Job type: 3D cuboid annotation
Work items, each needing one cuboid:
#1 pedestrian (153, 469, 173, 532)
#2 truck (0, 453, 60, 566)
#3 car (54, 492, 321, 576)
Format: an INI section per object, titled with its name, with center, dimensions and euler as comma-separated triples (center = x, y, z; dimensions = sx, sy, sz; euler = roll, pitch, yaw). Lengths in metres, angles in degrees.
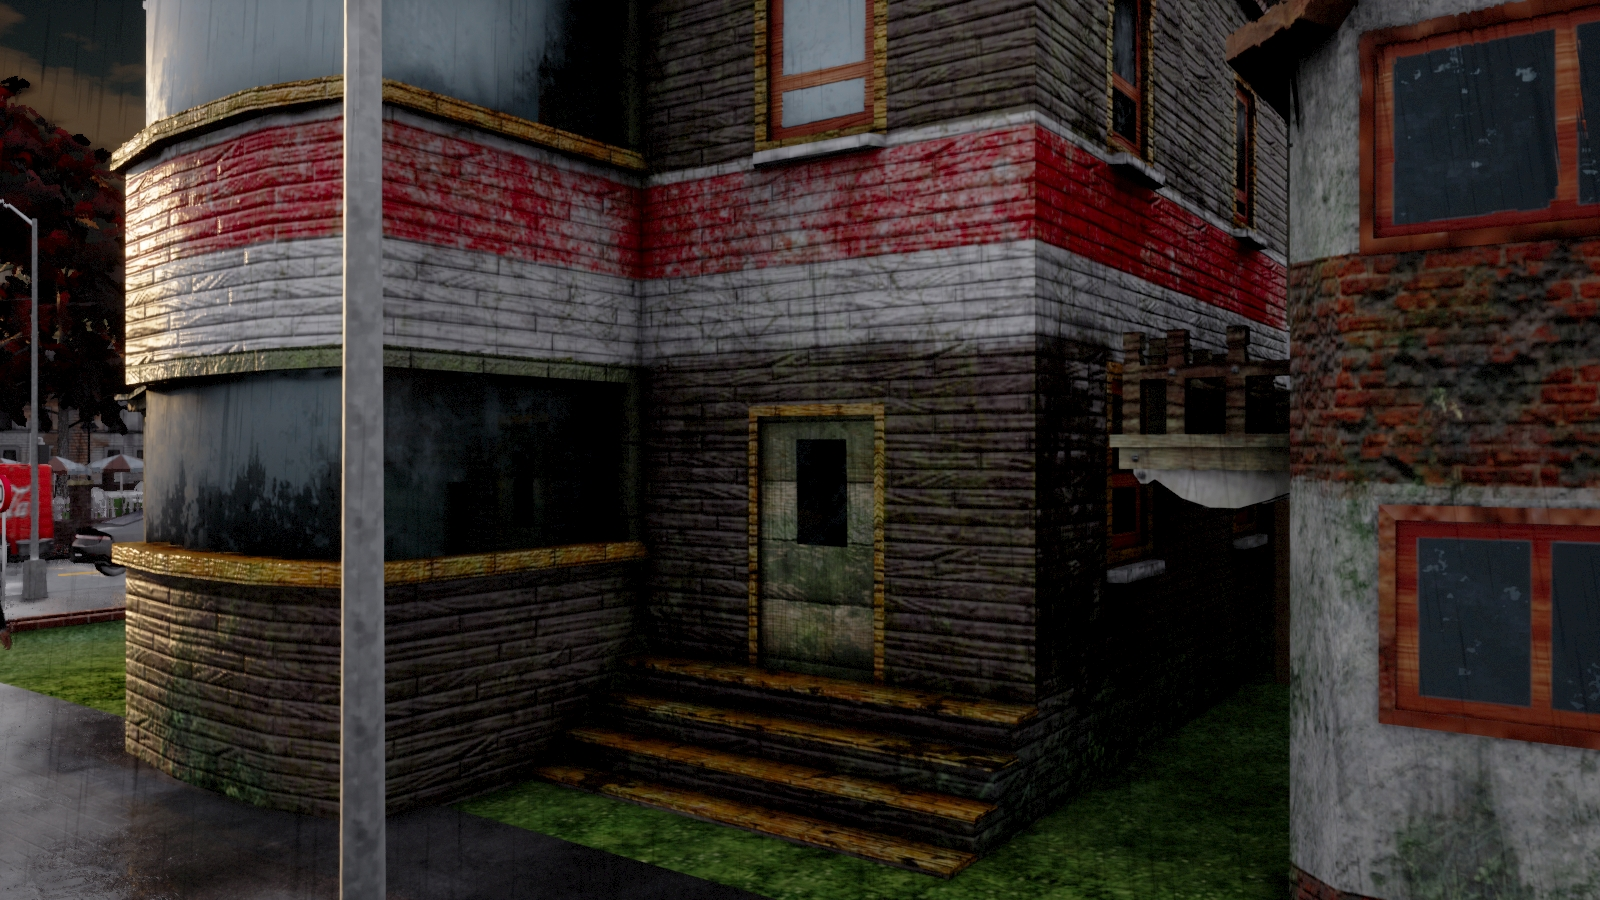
[pedestrian]
center = -19.012, 1.503, 34.084
dimensions = 0.375, 1.860, 0.375
euler = 0, 0, 27
[truck]
center = -19.447, 1.330, 24.659
dimensions = 2.627, 2.467, 5.204
euler = 0, 1, 33
[car]
center = -13.748, 1.817, 25.958
dimensions = 2.128, 1.511, 4.902
euler = 0, 0, 34
